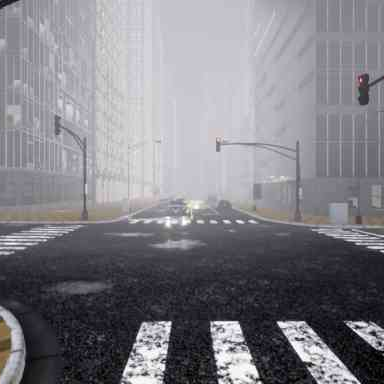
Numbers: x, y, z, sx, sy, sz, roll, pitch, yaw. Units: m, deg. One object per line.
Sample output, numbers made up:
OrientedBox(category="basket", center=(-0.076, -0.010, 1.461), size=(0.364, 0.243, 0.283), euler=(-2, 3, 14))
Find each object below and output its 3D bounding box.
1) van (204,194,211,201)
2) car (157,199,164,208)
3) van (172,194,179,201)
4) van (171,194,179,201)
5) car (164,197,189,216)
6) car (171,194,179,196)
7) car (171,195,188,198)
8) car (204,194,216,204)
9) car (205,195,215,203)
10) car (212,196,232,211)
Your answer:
OrientedBox(category="van", center=(3.716, 1.320, 80.457), size=(1.690, 1.788, 3.998), euler=(0, 0, 0))
OrientedBox(category="car", center=(-4.025, 1.592, 47.258), size=(1.802, 1.307, 4.206), euler=(0, 0, 0))
OrientedBox(category="van", center=(-4.188, 1.314, 85.951), size=(1.690, 1.788, 3.998), euler=(0, 0, 0))
OrientedBox(category="van", center=(-4.165, 1.320, 80.424), size=(1.690, 1.788, 3.998), euler=(0, 0, 0))
OrientedBox(category="car", center=(-1.500, 1.542, 33.069), size=(1.812, 1.442, 4.674), euler=(0, 0, 0))
OrientedBox(category="car", center=(-4.095, 1.563, 63.841), size=(1.947, 1.339, 4.313), euler=(0, 0, 0))
OrientedBox(category="car", center=(-1.552, 1.489, 45.707), size=(1.882, 1.535, 5.008), euler=(0, 0, 0))
OrientedBox(category="car", center=(3.786, 1.312, 63.873), size=(2.192, 1.841, 5.009), euler=(0, 0, 0))
OrientedBox(category="car", center=(3.762, 1.432, 69.402), size=(1.967, 1.590, 4.097), euler=(0, 0, 0))
OrientedBox(category="car", center=(3.928, 1.579, 41.765), size=(1.947, 1.339, 4.313), euler=(0, 0, 0))
